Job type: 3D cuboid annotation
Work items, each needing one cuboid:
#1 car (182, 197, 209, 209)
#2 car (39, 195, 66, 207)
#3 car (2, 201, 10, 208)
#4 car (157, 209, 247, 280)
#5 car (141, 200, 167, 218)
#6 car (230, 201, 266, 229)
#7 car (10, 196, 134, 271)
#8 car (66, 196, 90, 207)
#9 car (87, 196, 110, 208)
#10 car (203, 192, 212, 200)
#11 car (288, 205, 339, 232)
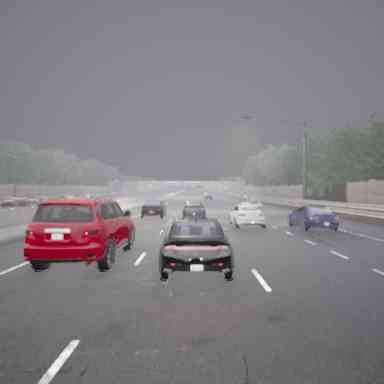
[{"bbox_3d":[0.184,1.484,28.009,2.128,1.511,4.902,0,0,0],"label":"car"},{"bbox_3d":[-20.810,1.323,49.713,2.097,1.767,4.553,0,0,1],"label":"car"},{"bbox_3d":[-24.349,1.573,46.273,1.895,1.301,4.718,0,0,1],"label":"car"},{"bbox_3d":[0.113,1.489,9.881,2.128,1.511,4.902,0,0,0],"label":"car"},{"bbox_3d":[-3.306,1.469,29.603,1.882,1.535,5.008,0,0,0],"label":"car"},{"bbox_3d":[3.550,1.522,21.681,1.812,1.442,4.674,0,0,0],"label":"car"},{"bbox_3d":[-3.386,1.219,11.057,2.150,2.045,5.566,0,0,0],"label":"car"},{"bbox_3d":[-17.299,1.447,50.823,1.882,1.535,5.008,0,0,1],"label":"car"},{"bbox_3d":[-13.818,1.449,49.416,1.882,1.535,5.008,0,0,1],"label":"car"},{"bbox_3d":[4.256,1.389,85.856,1.837,1.490,4.892,0,1,1],"label":"car"},{"bbox_3d":[7.156,1.523,19.920,1.812,1.442,4.674,0,0,0],"label":"car"}]
